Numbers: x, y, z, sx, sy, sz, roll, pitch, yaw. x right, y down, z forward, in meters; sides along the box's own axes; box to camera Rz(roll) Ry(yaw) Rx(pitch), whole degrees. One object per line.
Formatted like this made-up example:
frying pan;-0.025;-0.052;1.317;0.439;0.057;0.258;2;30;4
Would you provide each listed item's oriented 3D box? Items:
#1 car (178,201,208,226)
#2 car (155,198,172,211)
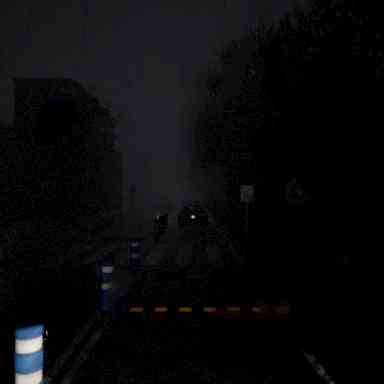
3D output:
car;0.059;1.595;23.567;1.994;1.385;4.181;0;0;0
car;-3.464;1.518;40.805;2.128;1.511;4.902;0;0;0
